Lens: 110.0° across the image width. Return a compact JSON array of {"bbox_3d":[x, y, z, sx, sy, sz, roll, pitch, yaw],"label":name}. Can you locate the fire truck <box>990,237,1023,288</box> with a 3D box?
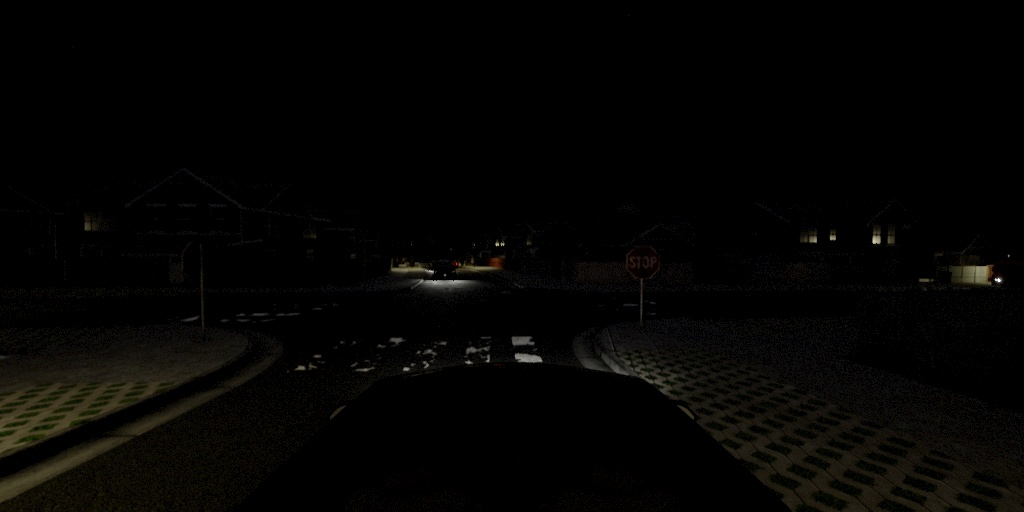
[{"bbox_3d":[35.571,0.482,23.160,8.468,3.827,2.891,1,1,-16],"label":"fire truck"}]

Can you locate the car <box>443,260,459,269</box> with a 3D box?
[{"bbox_3d":[-9.664,1.298,56.681,1.895,1.301,4.718,0,0,-17],"label":"car"}]

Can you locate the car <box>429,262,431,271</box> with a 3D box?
[{"bbox_3d":[-10.447,1.285,49.748,1.994,1.385,4.181,0,0,-17],"label":"car"}]

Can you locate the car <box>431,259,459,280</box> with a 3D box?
[{"bbox_3d":[-5.802,1.260,30.948,1.812,1.442,4.674,0,0,-11],"label":"car"}]
